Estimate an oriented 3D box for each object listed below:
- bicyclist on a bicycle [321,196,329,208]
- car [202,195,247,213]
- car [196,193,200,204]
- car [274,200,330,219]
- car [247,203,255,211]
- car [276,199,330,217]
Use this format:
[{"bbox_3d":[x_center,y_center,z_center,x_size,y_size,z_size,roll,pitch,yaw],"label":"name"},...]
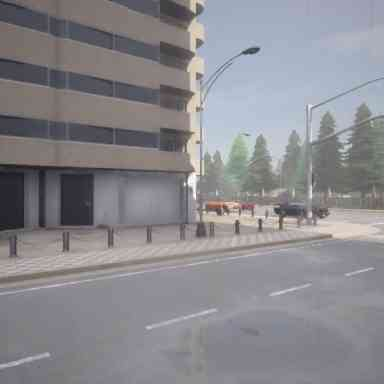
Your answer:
[{"bbox_3d":[17.379,1.356,43.494,1.656,1.620,0.582,0,0,-36],"label":"bicyclist on a bicycle"},{"bbox_3d":[3.626,1.407,37.808,2.097,1.767,4.553,0,0,-36],"label":"car"},{"bbox_3d":[-0.048,1.277,61.101,2.150,2.045,5.566,0,0,-35],"label":"car"},{"bbox_3d":[9.659,1.656,29.440,1.895,1.301,4.718,0,0,-36],"label":"car"},{"bbox_3d":[5.575,1.656,41.085,1.895,1.301,4.718,0,0,-36],"label":"car"},{"bbox_3d":[11.084,1.533,33.446,1.882,1.535,5.008,0,0,-36],"label":"car"}]
